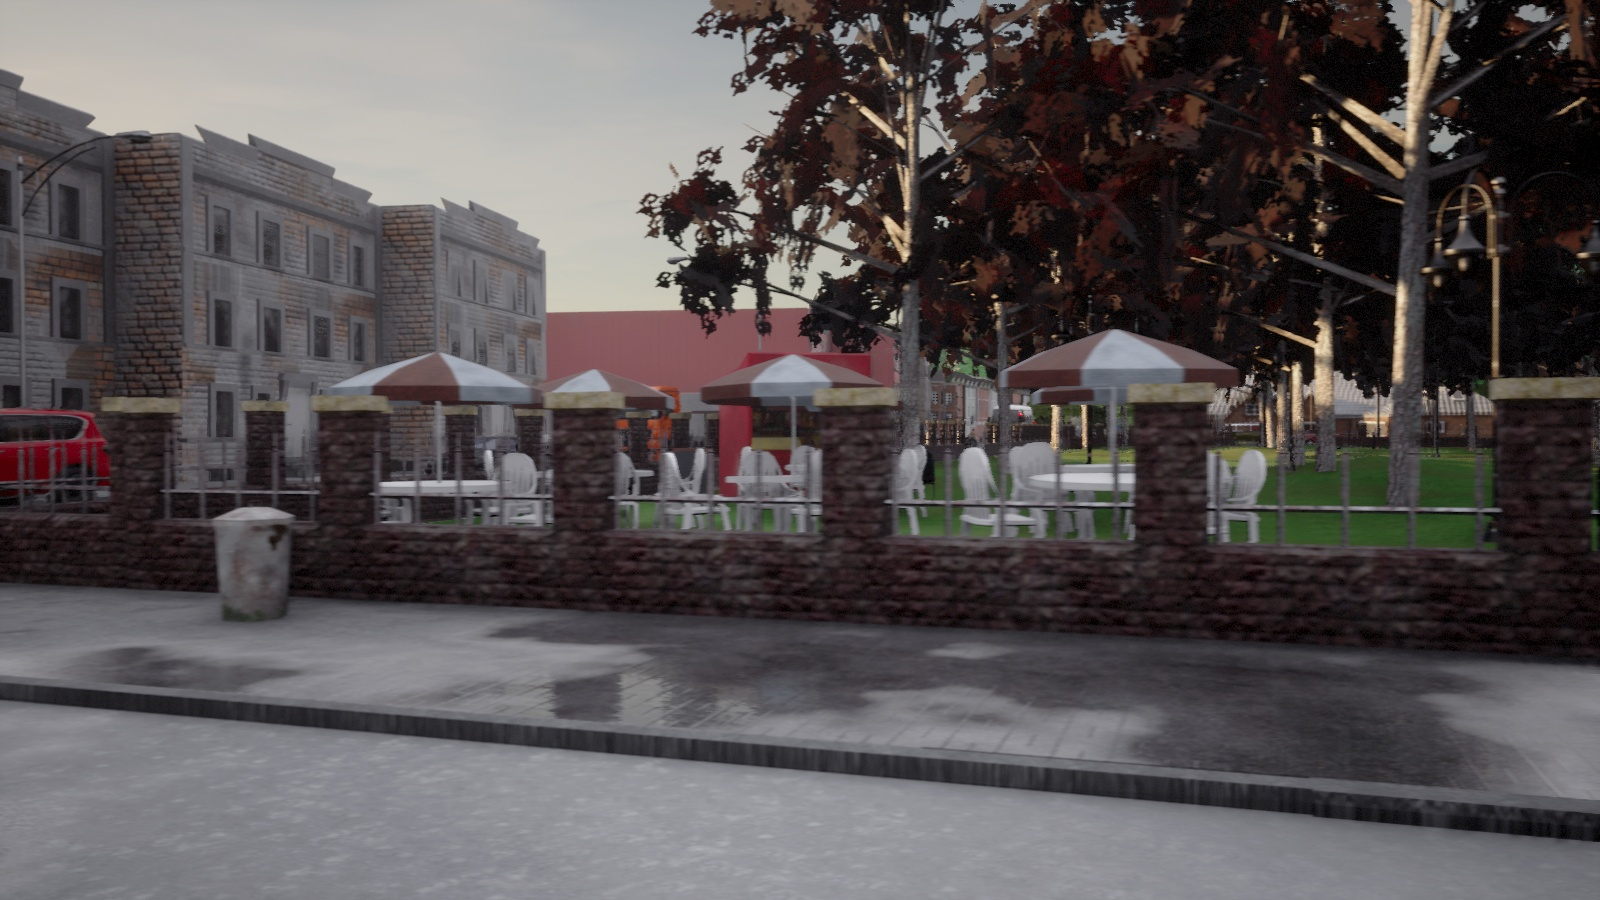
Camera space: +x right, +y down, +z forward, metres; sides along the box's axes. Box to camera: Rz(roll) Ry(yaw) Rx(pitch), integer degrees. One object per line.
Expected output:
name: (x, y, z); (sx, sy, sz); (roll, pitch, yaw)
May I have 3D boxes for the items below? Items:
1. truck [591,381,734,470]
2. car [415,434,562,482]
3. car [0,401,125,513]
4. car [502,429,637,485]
truck: (-5.613, -1.024, 52.912); (2.891, 3.462, 7.936); (1, 1, 19)
car: (-9.861, 0.192, 40.282); (2.033, 1.411, 5.357); (1, 1, 19)
car: (-15.601, 0.116, 23.173); (2.150, 2.045, 5.566); (1, 1, 19)
car: (-6.709, 0.154, 37.100); (2.007, 1.525, 4.514); (1, 1, 19)
